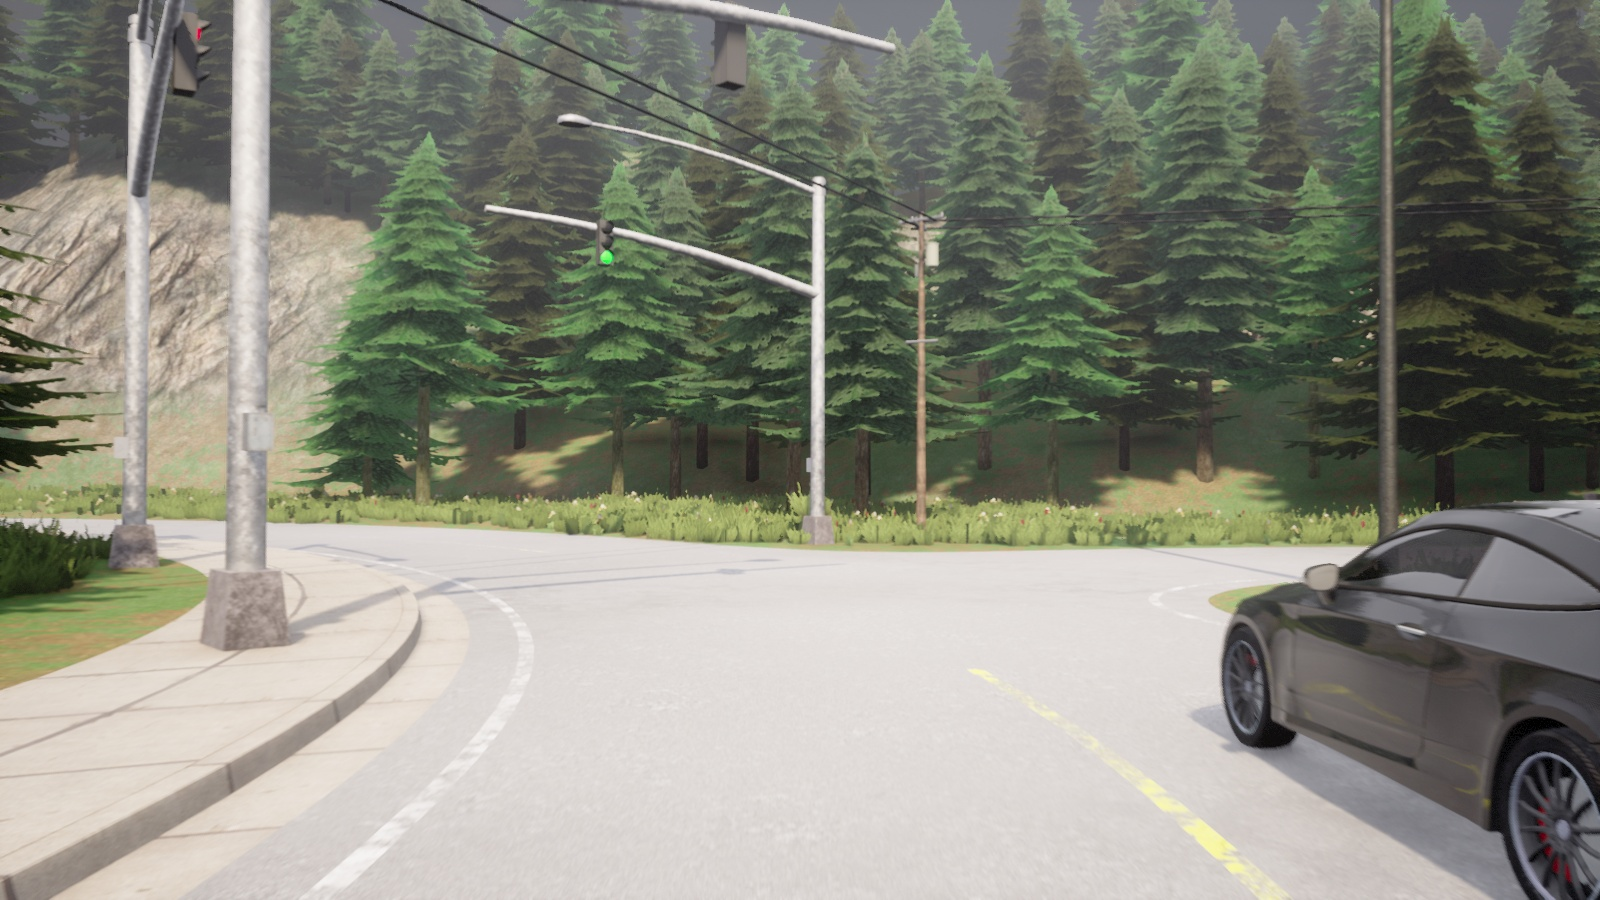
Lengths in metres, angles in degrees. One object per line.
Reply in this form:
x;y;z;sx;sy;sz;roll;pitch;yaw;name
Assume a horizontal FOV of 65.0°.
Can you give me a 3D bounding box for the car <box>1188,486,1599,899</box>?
3.451;0.922;5.741;1.812;1.442;4.674;0;-1;-1;car
